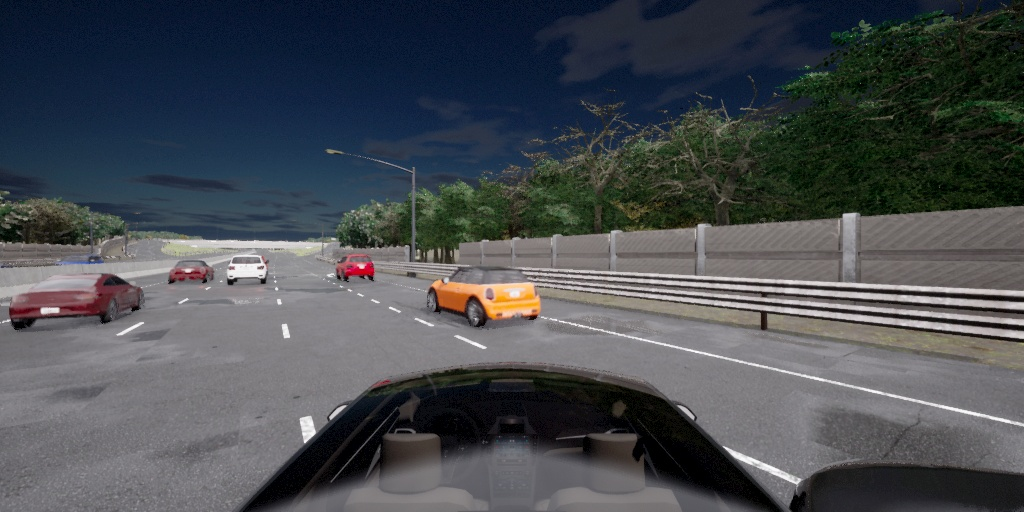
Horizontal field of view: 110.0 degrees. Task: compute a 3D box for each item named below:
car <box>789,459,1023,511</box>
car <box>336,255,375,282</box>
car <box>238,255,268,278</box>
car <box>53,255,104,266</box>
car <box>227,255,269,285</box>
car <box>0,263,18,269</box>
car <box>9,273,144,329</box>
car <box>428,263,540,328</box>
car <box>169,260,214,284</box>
[{"bbox_3d":[2.984,1.315,0.521,4.181,1.385,1.994,0,0,34],"label":"car"},{"bbox_3d":[-12.751,0.955,29.057,2.150,2.045,5.566,0,-1,-34],"label":"car"},{"bbox_3d":[-25.291,0.946,35.199,2.150,2.045,5.566,0,0,-34],"label":"car"},{"bbox_3d":[-42.271,0.935,35.063,2.150,2.045,5.566,0,0,-34],"label":"car"},{"bbox_3d":[-19.289,0.957,26.244,2.150,2.045,5.566,0,0,-34],"label":"car"},{"bbox_3d":[-42.822,1.279,29.580,1.994,1.385,4.181,0,0,-34],"label":"car"},{"bbox_3d":[-13.476,1.271,11.363,1.812,1.442,4.674,0,0,-34],"label":"car"},{"bbox_3d":[-1.115,1.100,11.836,2.097,1.767,4.553,0,0,-34],"label":"car"},{"bbox_3d":[-24.057,1.084,27.064,2.097,1.767,4.553,0,0,-34],"label":"car"}]
